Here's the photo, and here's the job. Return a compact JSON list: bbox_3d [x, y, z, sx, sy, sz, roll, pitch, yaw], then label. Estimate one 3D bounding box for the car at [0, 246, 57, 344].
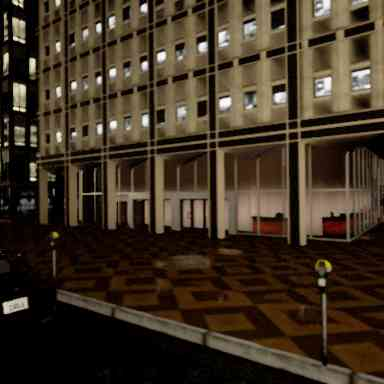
[{"bbox_3d":[-4.127,1.628,5.823,4.313,1.339,1.947,-1,-1,36],"label":"car"}]
